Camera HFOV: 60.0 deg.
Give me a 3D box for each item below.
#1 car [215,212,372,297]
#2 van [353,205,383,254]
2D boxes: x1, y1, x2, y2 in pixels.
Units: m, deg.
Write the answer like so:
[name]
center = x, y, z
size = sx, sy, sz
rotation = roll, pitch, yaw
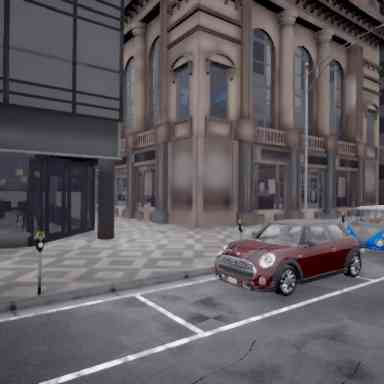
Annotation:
[car]
center = 2.524, 1.439, 8.555
size = 4.097, 1.590, 1.967
rotation = 0, 1, -35
[van]
center = 7.104, 1.339, 11.820
size = 3.998, 1.788, 1.690
rotation = 0, 1, -35
